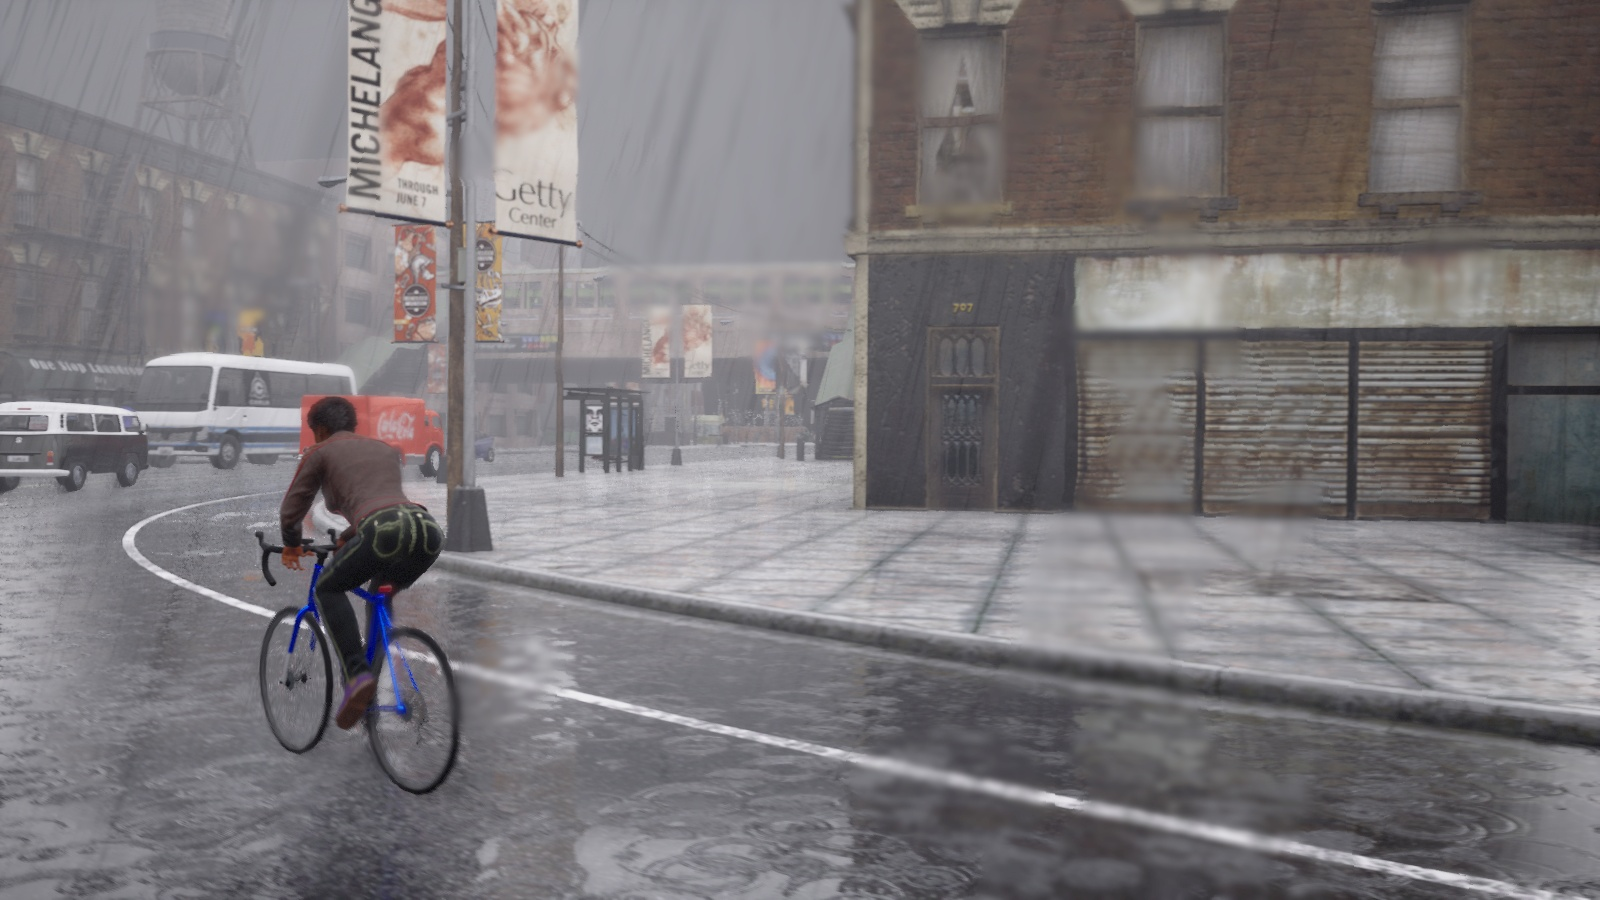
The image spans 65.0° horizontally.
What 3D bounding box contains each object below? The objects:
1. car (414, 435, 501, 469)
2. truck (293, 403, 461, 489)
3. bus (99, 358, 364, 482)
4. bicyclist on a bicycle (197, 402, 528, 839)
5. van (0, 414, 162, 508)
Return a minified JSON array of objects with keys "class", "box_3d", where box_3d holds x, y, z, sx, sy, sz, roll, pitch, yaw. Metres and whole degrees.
[{"class":"car","box_3d":[-15.806,0.066,58.169,2.007,1.525,4.514,0,1,12]},{"class":"truck","box_3d":[-12.831,-0.141,38.520,2.627,2.467,5.204,0,1,11]},{"class":"bus","box_3d":[-21.458,-1.085,48.468,3.944,4.253,10.273,0,1,12]},{"class":"bicyclist on a bicycle","box_3d":[-1.928,0.631,5.414,1.656,1.620,0.582,0,0,41]},{"class":"van","box_3d":[-17.341,0.218,29.925,2.069,2.038,4.480,-1,1,-2]}]
